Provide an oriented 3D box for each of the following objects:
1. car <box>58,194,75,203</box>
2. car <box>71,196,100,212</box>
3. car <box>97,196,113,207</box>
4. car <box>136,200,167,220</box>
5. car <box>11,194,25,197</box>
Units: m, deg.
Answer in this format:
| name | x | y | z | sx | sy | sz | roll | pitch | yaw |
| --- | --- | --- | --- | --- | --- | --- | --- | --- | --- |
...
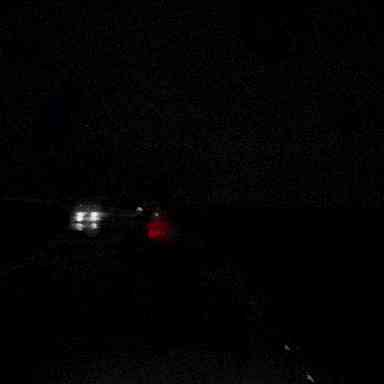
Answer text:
| name | x | y | z | sx | sy | sz | roll | pitch | yaw |
| --- | --- | --- | --- | --- | --- | --- | --- | --- | --- |
| car | -21.333 | 1.134 | 57.651 | 2.033 | 1.411 | 5.357 | 1 | 0 | -43 |
| car | -11.726 | 1.409 | 36.433 | 1.895 | 1.301 | 4.718 | 0 | 0 | -26 |
| car | -12.236 | 1.245 | 44.770 | 1.882 | 1.535 | 5.008 | 1 | 0 | -32 |
| car | -3.345 | 1.421 | 26.897 | 1.837 | 1.490 | 4.892 | 0 | 0 | -18 |
| car | -36.244 | 0.542 | 69.094 | 1.895 | 1.301 | 4.718 | 1 | 0 | -43 |
